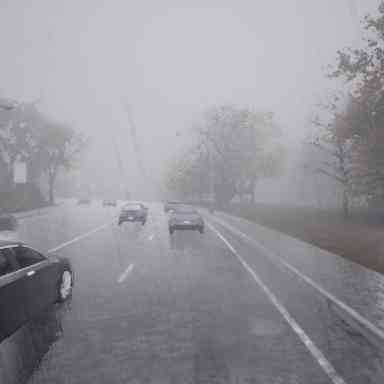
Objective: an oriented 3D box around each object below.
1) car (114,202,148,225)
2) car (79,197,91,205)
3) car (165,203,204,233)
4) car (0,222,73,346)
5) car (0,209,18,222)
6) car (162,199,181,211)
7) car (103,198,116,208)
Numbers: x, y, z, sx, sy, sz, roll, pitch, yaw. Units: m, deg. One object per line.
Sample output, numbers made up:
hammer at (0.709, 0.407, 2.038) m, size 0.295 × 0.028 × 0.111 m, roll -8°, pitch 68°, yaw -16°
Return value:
car at (-4.180, 1.530, 24.074) m, size 1.812 × 1.442 × 4.674 m, roll 0°, pitch 0°, yaw -4°
car at (-18.934, 1.554, 58.656) m, size 1.994 × 1.385 × 4.181 m, roll 0°, pitch 0°, yaw -20°
car at (-0.400, 1.569, 19.718) m, size 1.994 × 1.385 × 4.181 m, roll 0°, pitch 0°, yaw -3°
car at (-3.445, 1.506, 5.265) m, size 1.837 × 1.490 × 4.892 m, roll 0°, pitch 0°, yaw -1°
car at (-11.016, 1.566, 17.583) m, size 1.994 × 1.385 × 4.181 m, roll 0°, pitch 0°, yaw -3°
car at (-2.254, 1.502, 37.320) m, size 2.128 × 1.511 × 4.902 m, roll 0°, pitch 0°, yaw -9°
car at (-12.261, 1.566, 49.523) m, size 1.994 × 1.385 × 4.181 m, roll 0°, pitch 0°, yaw -15°
